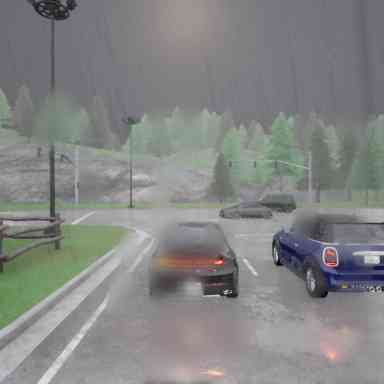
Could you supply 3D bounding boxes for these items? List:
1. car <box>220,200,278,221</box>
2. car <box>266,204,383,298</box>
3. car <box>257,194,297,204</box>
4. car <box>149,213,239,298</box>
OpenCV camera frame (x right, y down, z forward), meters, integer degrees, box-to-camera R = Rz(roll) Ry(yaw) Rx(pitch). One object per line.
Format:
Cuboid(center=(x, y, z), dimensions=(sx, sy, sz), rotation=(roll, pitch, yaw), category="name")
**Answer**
Cuboid(center=(4.353, 1.564, 26.865), dimensions=(4.181, 1.385, 1.994), rotation=(0, 0, -9), category="car")
Cuboid(center=(3.552, 1.352, 8.667), dimensions=(2.097, 1.767, 4.553), rotation=(0, 0, 0), category="car")
Cuboid(center=(8.072, 1.221, 34.552), dimensions=(5.566, 2.045, 2.150), rotation=(0, 0, -8), category="car")
Cuboid(center=(0.051, 1.505, 8.502), dimensions=(1.837, 1.490, 4.892), rotation=(0, 0, 0), category="car")
